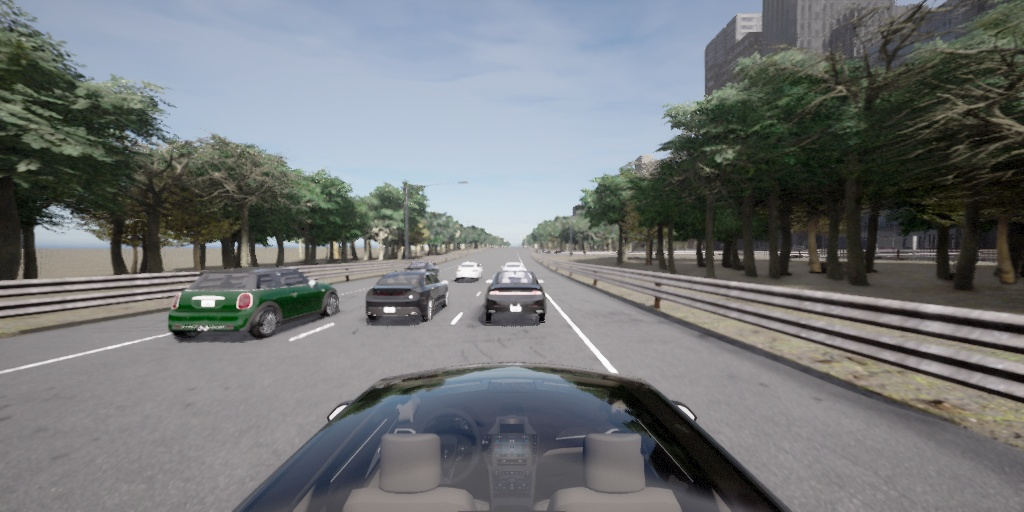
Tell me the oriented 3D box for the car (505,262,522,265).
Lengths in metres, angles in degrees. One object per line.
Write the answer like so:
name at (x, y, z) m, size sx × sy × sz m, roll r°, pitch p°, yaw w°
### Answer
car at (0.120, 1.229, 28.918) m, size 1.812 × 1.442 × 4.674 m, roll 0°, pitch 0°, yaw 0°

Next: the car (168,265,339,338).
car at (-6.899, 1.095, 10.267) m, size 2.097 × 1.767 × 4.553 m, roll 0°, pitch 0°, yaw 0°

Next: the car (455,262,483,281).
car at (-3.393, 1.228, 28.900) m, size 1.812 × 1.442 × 4.674 m, roll 0°, pitch 0°, yaw 0°

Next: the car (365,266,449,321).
car at (-3.398, 1.246, 12.374) m, size 1.837 × 1.490 × 4.892 m, roll 0°, pitch 0°, yaw 0°

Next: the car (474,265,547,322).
car at (0.102, 1.233, 12.219) m, size 2.128 × 1.511 × 4.902 m, roll 0°, pitch 0°, yaw 0°

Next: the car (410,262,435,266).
car at (-6.894, 1.197, 27.897) m, size 2.128 × 1.511 × 4.902 m, roll 0°, pitch 0°, yaw 0°
